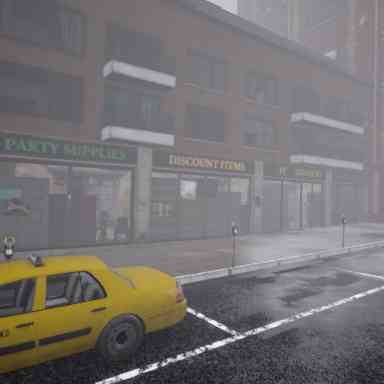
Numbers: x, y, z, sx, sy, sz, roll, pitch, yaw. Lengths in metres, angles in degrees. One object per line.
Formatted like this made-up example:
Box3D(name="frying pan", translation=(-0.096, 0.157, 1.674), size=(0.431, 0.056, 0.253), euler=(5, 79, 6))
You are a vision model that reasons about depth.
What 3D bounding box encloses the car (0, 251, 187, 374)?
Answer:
Box3D(name="car", translation=(-2.356, 1.526, 4.394), size=(4.829, 1.417, 1.752), euler=(0, 2, -35))
